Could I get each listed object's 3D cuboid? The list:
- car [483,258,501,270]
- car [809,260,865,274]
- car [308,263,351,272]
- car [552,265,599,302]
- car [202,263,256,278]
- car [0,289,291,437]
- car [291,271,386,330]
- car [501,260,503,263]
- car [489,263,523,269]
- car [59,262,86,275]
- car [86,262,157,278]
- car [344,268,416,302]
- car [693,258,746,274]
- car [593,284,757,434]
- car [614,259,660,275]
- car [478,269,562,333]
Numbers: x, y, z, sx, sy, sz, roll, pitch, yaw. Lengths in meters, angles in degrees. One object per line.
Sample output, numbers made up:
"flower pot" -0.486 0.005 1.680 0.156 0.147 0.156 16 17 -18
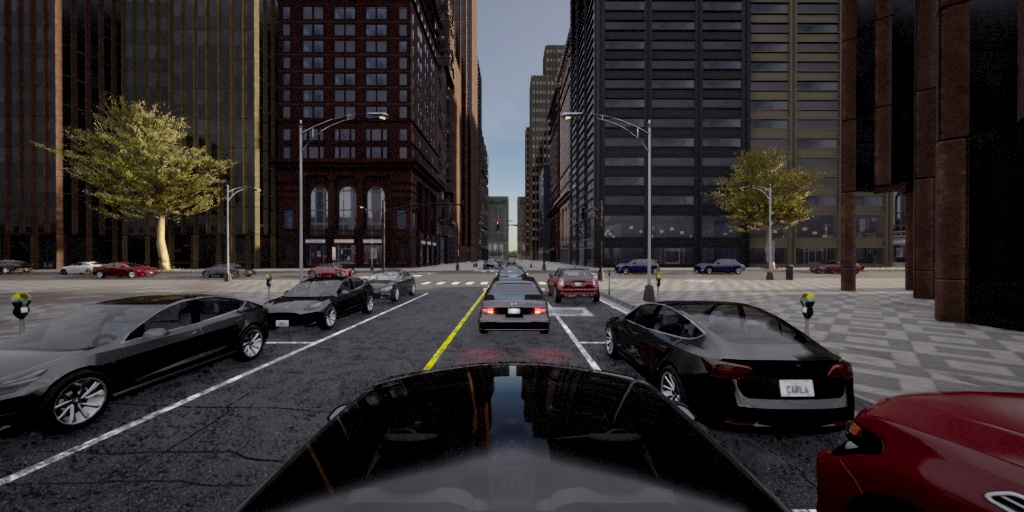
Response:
"car" -3.074 1.121 53.132 2.097 1.767 4.553 0 0 0
"car" 34.678 1.189 38.475 4.674 1.442 1.812 0 0 0
"car" -17.477 1.367 34.904 4.181 1.385 1.994 0 0 0
"car" 2.756 1.190 16.821 1.967 1.591 4.097 0 0 0
"car" -27.484 1.395 34.882 4.181 1.385 1.994 0 0 0
"car" -5.765 1.315 5.543 1.948 1.339 4.313 0 0 0
"car" -5.767 1.316 11.180 1.948 1.339 4.313 0 0 0
"car" -3.096 1.342 63.093 1.994 1.385 4.181 0 0 0
"car" -0.008 1.298 20.727 2.033 1.411 5.357 0 0 0
"car" -49.238 1.388 41.452 4.674 1.442 1.812 0 0 1
"car" -37.590 1.338 34.860 5.008 1.535 1.882 0 0 0
"car" -5.769 1.301 16.816 2.007 1.370 4.403 0 0 0
"car" 22.049 1.043 38.451 4.553 1.767 2.097 0 0 0
"car" 2.760 1.315 5.549 1.948 1.339 4.313 0 0 0
"car" 13.334 1.062 38.430 4.553 1.767 2.097 0 0 0
"car" 0.060 1.297 10.655 2.033 1.411 5.357 0 0 0
